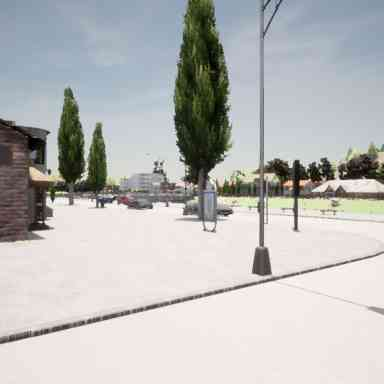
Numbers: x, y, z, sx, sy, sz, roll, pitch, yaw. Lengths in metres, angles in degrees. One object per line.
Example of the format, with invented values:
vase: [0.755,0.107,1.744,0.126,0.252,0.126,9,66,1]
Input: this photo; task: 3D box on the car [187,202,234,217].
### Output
car: [1.554,1.548,31.232,2.033,1.411,5.357,0,0,-36]

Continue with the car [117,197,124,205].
car: [-10.938,1.526,55.800,1.812,1.442,4.674,0,0,-36]

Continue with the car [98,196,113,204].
car: [-16.897,1.478,64.089,1.882,1.535,5.008,0,0,-36]

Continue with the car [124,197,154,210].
car: [-6.601,1.564,42.595,1.994,1.385,4.181,0,0,-36]
